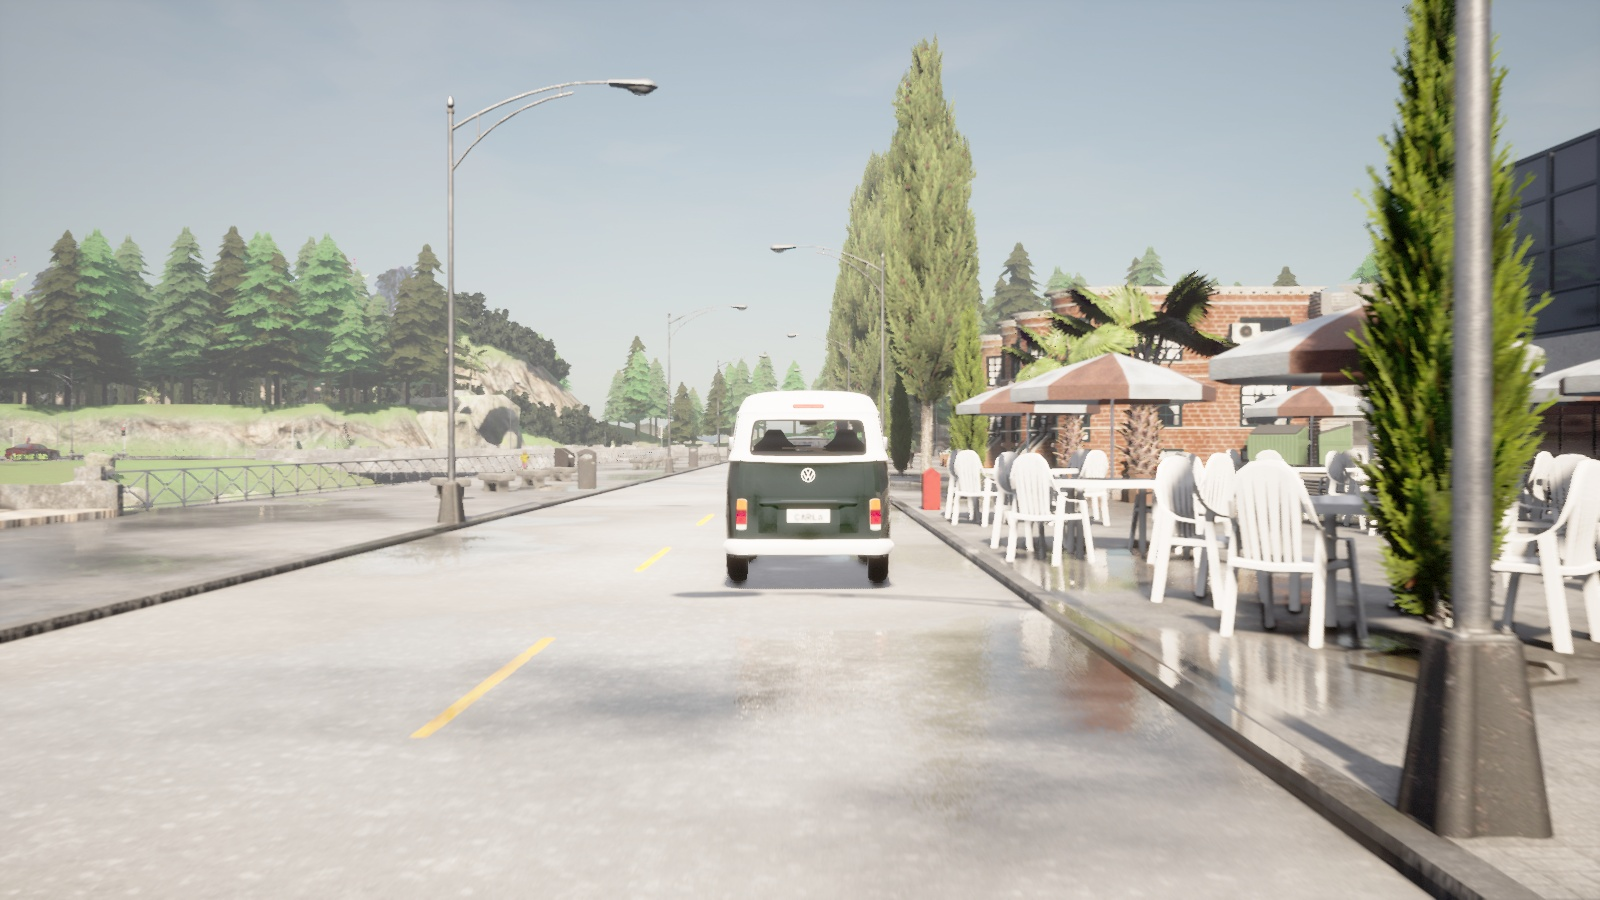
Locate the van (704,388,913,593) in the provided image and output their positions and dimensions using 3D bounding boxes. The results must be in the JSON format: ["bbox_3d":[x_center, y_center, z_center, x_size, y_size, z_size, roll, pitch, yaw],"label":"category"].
[{"bbox_3d":[0.097,0.387,14.729,2.069,2.038,4.480,0,0,0],"label":"van"}]
